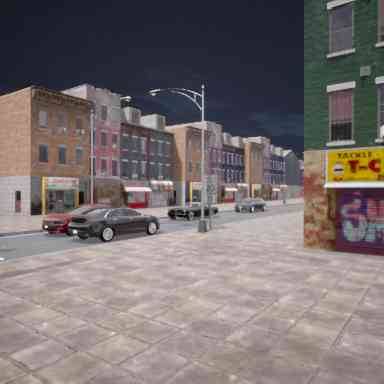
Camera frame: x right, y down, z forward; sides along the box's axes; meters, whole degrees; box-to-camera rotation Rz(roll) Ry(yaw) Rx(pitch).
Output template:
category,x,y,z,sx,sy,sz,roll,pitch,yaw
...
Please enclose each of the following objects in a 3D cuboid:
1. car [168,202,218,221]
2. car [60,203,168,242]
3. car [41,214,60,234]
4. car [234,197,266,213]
category,x,y,z,sx,sy,sz,roll,pitch,yaw
car,0.120,1.473,26.291,1.895,1.301,4.718,0,0,36
car,-3.595,1.443,16.210,1.837,1.490,4.892,0,0,36
car,-5.665,1.403,18.203,1.882,1.535,5.008,0,0,34
car,6.156,1.324,34.679,1.837,1.490,4.892,0,0,36
